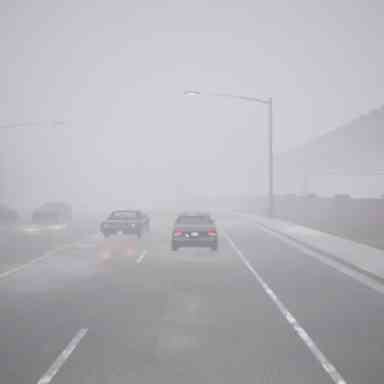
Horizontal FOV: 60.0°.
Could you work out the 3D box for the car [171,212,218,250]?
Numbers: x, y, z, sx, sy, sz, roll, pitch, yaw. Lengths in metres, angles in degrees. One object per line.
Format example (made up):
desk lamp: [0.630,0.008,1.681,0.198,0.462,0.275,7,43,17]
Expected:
car: [0.095,1.570,14.443,2.033,1.411,5.357,0,0,0]

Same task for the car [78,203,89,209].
car: [-21.799,2.796,66.515,1.895,1.301,4.718,1,-3,-26]

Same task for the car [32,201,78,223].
car: [-10.922,1.511,26.351,1.882,1.535,5.008,0,0,-4]

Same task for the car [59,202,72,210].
car: [-24.058,2.662,63.248,1.994,1.385,4.181,1,-3,-26]

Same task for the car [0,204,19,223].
car: [-14.321,1.594,24.059,1.994,1.385,4.181,0,0,-3]

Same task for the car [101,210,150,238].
car: [-3.417,1.629,17.979,1.895,1.301,4.718,0,0,0]
